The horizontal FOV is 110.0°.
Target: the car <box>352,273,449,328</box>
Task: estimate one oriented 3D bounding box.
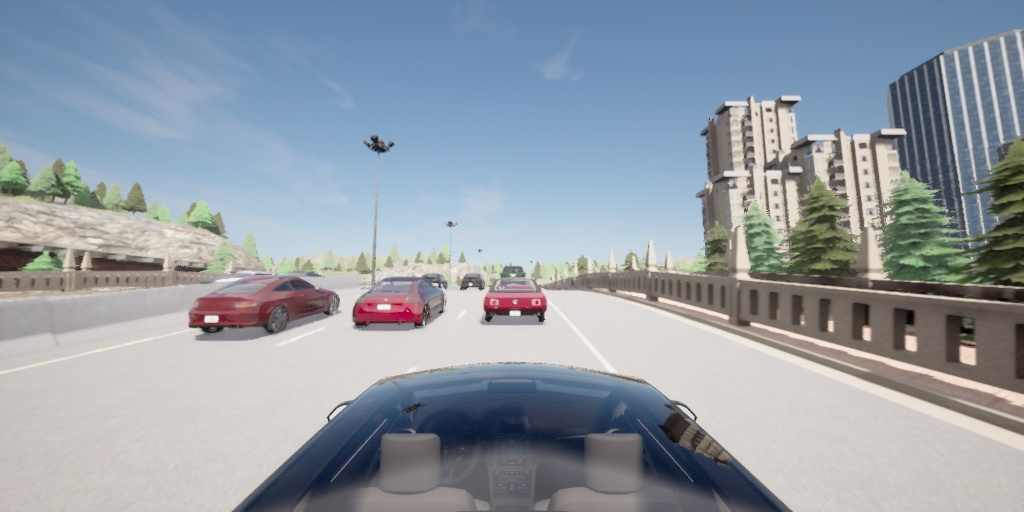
[{"bbox_3d":[-3.404,1.347,11.532,1.994,1.385,4.181,0,-1,0],"label":"car"}]

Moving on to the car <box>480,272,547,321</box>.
[{"bbox_3d":[0.095,1.398,12.548,1.895,1.301,4.718,0,-1,0],"label":"car"}]

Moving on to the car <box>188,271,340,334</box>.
[{"bbox_3d":[-6.904,1.300,10.542,1.812,1.442,4.674,0,0,0],"label":"car"}]

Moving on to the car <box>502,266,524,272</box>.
[{"bbox_3d":[0.087,1.978,31.337,2.150,2.045,5.566,0,-5,0],"label":"car"}]

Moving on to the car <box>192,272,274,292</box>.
[{"bbox_3d":[-21.111,2.001,27.488,2.033,1.411,5.357,0,-4,0],"label":"car"}]

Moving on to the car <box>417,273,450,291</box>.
[{"bbox_3d":[-6.914,2.327,32.072,1.837,1.490,4.892,0,-5,0],"label":"car"}]

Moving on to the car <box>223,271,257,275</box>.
[{"bbox_3d":[-17.607,1.745,23.899,1.812,1.442,4.674,0,-3,0],"label":"car"}]

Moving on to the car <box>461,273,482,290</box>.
[{"bbox_3d":[-3.414,2.326,32.068,1.837,1.490,4.892,0,-5,0],"label":"car"}]
